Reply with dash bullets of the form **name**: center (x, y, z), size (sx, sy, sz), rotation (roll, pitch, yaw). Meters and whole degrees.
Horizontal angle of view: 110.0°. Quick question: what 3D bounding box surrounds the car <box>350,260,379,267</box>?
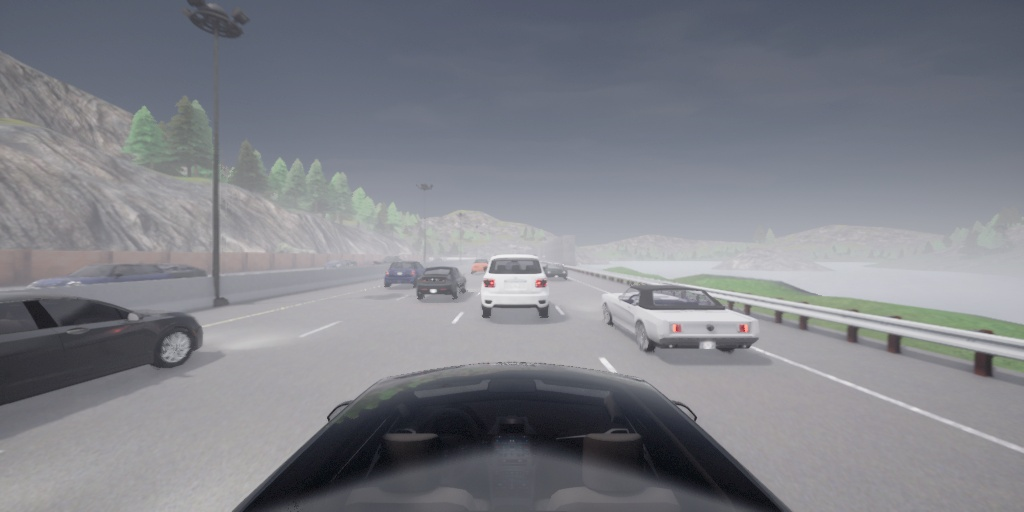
- **car**: center (-17.581, 1.244, 44.214), size (1.882, 1.535, 5.008), rotation (0, 0, 0)

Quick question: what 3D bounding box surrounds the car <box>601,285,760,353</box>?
- **car**: center (3.605, 1.354, 8.810), size (1.895, 1.301, 4.718), rotation (0, 0, 0)

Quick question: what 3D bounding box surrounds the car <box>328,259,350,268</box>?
- **car**: center (-24.573, 1.262, 53.240), size (2.128, 1.511, 4.902), rotation (0, 0, 0)

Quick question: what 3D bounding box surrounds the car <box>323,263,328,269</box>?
- **car**: center (-28.016, 1.299, 56.965), size (1.812, 1.442, 4.674), rotation (0, 1, 0)

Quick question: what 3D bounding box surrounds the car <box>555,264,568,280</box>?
- **car**: center (3.595, 1.362, 31.232), size (1.895, 1.301, 4.718), rotation (0, 0, 0)

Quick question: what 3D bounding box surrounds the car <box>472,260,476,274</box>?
- **car**: center (-3.408, 1.118, 41.389), size (2.097, 1.767, 4.553), rotation (0, 0, 0)

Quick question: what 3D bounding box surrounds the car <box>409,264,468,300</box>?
- **car**: center (-3.403, 1.261, 17.926), size (1.837, 1.490, 4.892), rotation (0, 0, 0)

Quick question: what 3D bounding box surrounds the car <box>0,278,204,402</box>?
- **car**: center (-6.901, 1.256, 4.933), size (1.837, 1.490, 4.892), rotation (0, 0, 0)

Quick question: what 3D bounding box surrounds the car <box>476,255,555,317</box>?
- **car**: center (0.099, 0.976, 13.271), size (2.150, 2.045, 5.566), rotation (0, 0, 0)

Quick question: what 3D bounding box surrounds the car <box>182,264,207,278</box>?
- **car**: center (-21.102, 1.250, 21.679), size (2.128, 1.511, 4.902), rotation (0, 0, 0)

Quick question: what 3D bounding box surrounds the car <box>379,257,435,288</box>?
- **car**: center (-6.904, 1.111, 24.176), size (2.097, 1.767, 4.553), rotation (0, 0, 0)

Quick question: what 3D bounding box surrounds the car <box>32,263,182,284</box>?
- **car**: center (-17.602, 1.107, 15.597), size (2.097, 1.767, 4.553), rotation (0, 0, 0)
